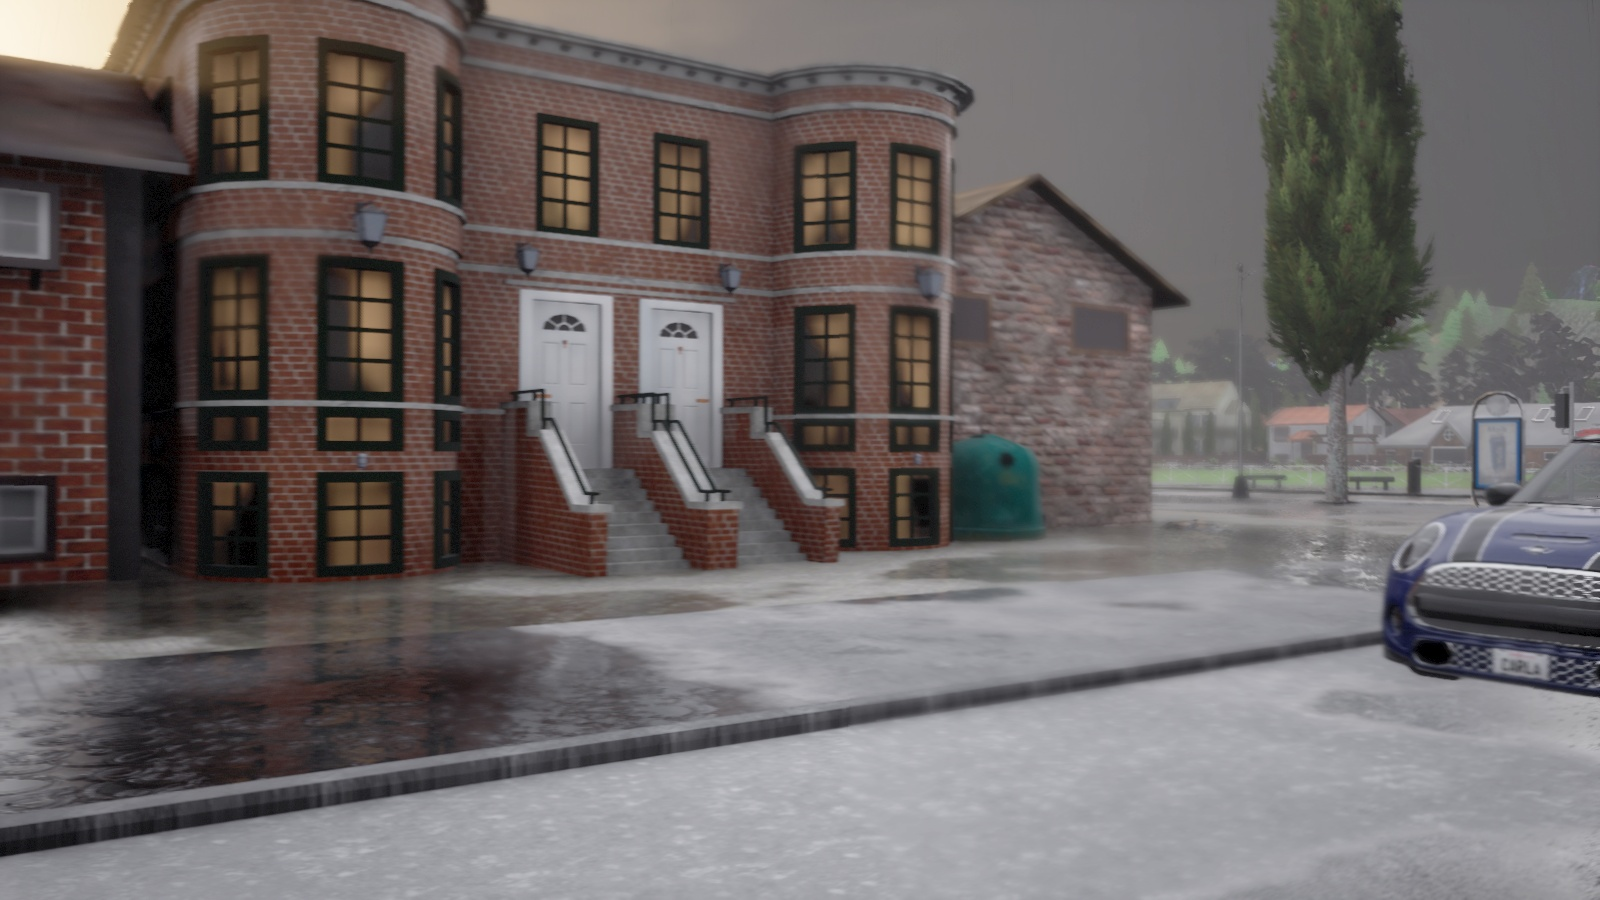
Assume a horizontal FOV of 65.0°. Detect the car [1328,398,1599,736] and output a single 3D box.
[{"bbox_3d":[5.763,0.611,8.268,4.553,1.767,2.097,0,0,-35],"label":"car"}]
